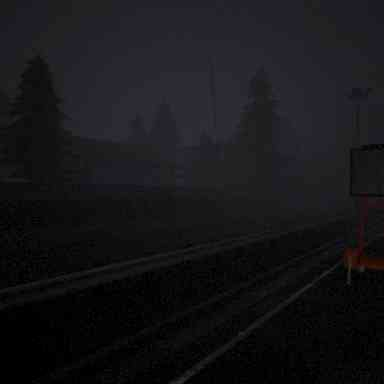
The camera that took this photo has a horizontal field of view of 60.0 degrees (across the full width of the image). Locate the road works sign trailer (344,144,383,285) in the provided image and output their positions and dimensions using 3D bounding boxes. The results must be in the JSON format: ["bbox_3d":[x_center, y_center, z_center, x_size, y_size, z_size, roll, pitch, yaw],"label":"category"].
[{"bbox_3d":[5.507,0.515,8.749,2.380,3.560,2.880,0,0,36],"label":"road works sign trailer"}]
